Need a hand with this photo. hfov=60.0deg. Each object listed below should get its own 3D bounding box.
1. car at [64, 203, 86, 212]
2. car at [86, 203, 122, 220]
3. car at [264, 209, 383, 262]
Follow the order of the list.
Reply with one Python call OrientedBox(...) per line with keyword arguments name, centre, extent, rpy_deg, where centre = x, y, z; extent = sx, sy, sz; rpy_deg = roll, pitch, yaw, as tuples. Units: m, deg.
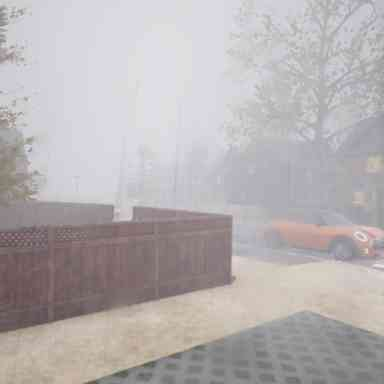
OrientedBox(name="car", centre=(-17.657, 2.308, 50.239), extent=(1.895, 1.301, 4.718), rpy_deg=(2, -2, -35))
OrientedBox(name="car", centre=(-8.341, 1.849, 31.872), extent=(1.882, 1.535, 5.008), rpy_deg=(2, -2, -35))
OrientedBox(name="car", centre=(4.999, 1.467, 12.680), extent=(2.097, 1.767, 4.553), rpy_deg=(2, -2, -35))
